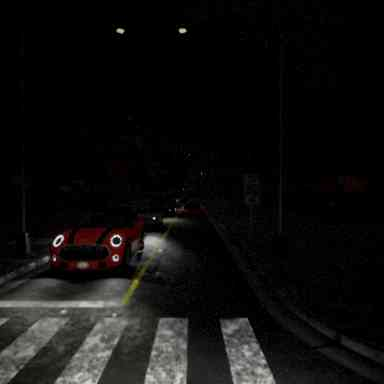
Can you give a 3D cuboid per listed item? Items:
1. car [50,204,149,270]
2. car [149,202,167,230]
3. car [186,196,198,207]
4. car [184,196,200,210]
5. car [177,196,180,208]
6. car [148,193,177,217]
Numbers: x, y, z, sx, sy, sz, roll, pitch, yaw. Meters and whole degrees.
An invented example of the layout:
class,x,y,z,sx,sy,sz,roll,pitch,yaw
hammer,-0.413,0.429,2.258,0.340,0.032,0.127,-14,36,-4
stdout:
class,x,y,z,sx,sy,sz,roll,pitch,yaw
car,-2.845,1.317,10.923,2.097,1.767,4.553,0,0,0
car,-2.844,1.548,20.810,1.895,1.301,4.718,0,0,0
car,0.011,1.459,52.617,1.837,1.490,4.892,0,0,0
car,0.008,1.466,42.577,1.812,1.442,4.674,0,0,0
car,-2.741,1.217,46.805,2.097,1.767,4.553,0,0,0
car,-2.842,1.157,31.391,2.150,2.045,5.566,0,0,0
